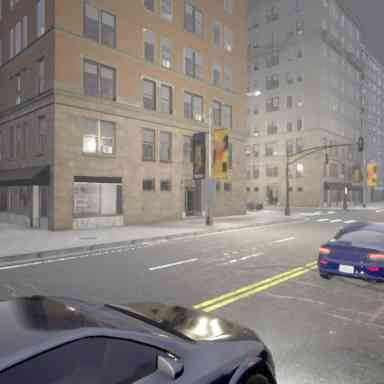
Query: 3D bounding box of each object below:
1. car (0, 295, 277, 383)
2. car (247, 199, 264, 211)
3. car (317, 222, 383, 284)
[{"bbox_3d":[-1.055,1.564,2.555,1.994,1.385,4.181,0,0,43],"label":"car"},{"bbox_3d":[6.456,1.549,39.995,4.181,1.385,1.994,0,0,43],"label":"car"},{"bbox_3d":[4.972,1.527,8.993,1.812,1.442,4.674,0,0,43],"label":"car"}]
